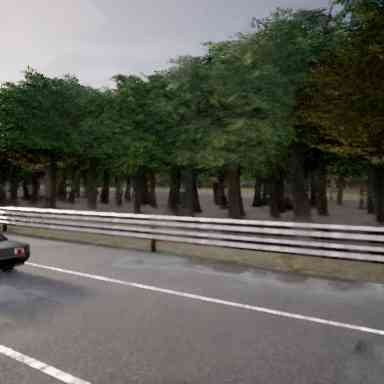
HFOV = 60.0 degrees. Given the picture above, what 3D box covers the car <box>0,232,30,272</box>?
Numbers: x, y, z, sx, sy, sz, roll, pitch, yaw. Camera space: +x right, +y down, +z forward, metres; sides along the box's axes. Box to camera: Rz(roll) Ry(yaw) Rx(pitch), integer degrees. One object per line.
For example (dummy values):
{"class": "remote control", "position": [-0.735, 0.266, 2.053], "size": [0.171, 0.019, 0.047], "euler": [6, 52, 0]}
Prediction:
{"class": "car", "position": [-6.720, 1.562, 9.323], "size": [4.718, 1.301, 1.895], "euler": [0, 0, 32]}
